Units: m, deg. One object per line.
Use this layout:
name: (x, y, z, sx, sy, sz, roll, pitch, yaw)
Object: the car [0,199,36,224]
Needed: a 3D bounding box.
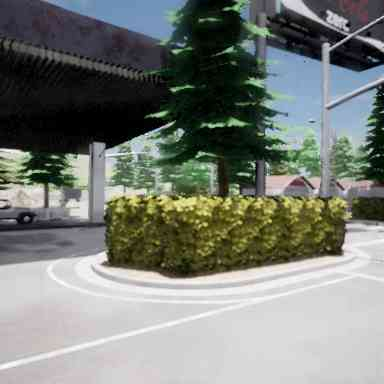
car: (-12.915, 1.341, 22.806, 3.866, 1.878, 1.905, 1, 0, -36)
